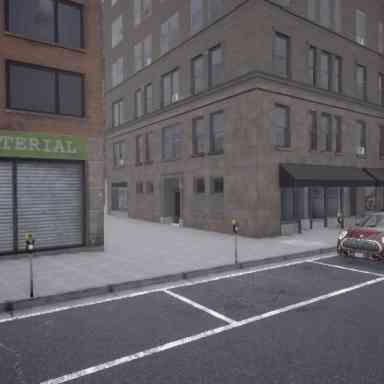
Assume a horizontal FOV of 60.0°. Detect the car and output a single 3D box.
[{"bbox_3d":[6.829,1.438,11.539,4.097,1.590,1.967,0,-1,-36],"label":"car"}]
